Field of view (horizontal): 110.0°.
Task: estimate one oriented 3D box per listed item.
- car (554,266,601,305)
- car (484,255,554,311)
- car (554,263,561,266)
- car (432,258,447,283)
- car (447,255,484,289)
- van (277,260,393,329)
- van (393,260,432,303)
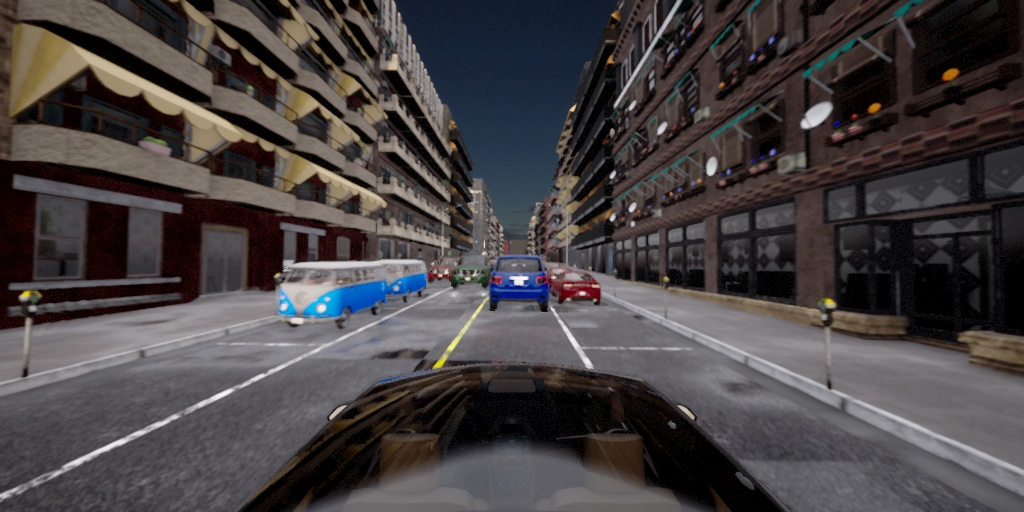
[{"bbox_3d":[2.759,1.322,16.174,1.888,1.381,4.507,0,0,1],"label":"car"},{"bbox_3d":[0.275,0.980,14.723,2.150,2.045,5.566,0,0,1],"label":"car"},{"bbox_3d":[2.846,1.329,21.703,1.888,1.381,4.507,0,0,1],"label":"car"},{"bbox_3d":[-4.947,1.049,27.419,2.192,1.841,5.009,0,0,1],"label":"car"},{"bbox_3d":[-2.525,0.968,23.644,2.150,2.045,5.566,0,0,1],"label":"car"},{"bbox_3d":[-5.209,1.055,10.829,1.690,1.789,3.998,0,0,1],"label":"van"},{"bbox_3d":[-5.122,1.060,16.360,1.690,1.789,3.998,0,0,1],"label":"van"}]
